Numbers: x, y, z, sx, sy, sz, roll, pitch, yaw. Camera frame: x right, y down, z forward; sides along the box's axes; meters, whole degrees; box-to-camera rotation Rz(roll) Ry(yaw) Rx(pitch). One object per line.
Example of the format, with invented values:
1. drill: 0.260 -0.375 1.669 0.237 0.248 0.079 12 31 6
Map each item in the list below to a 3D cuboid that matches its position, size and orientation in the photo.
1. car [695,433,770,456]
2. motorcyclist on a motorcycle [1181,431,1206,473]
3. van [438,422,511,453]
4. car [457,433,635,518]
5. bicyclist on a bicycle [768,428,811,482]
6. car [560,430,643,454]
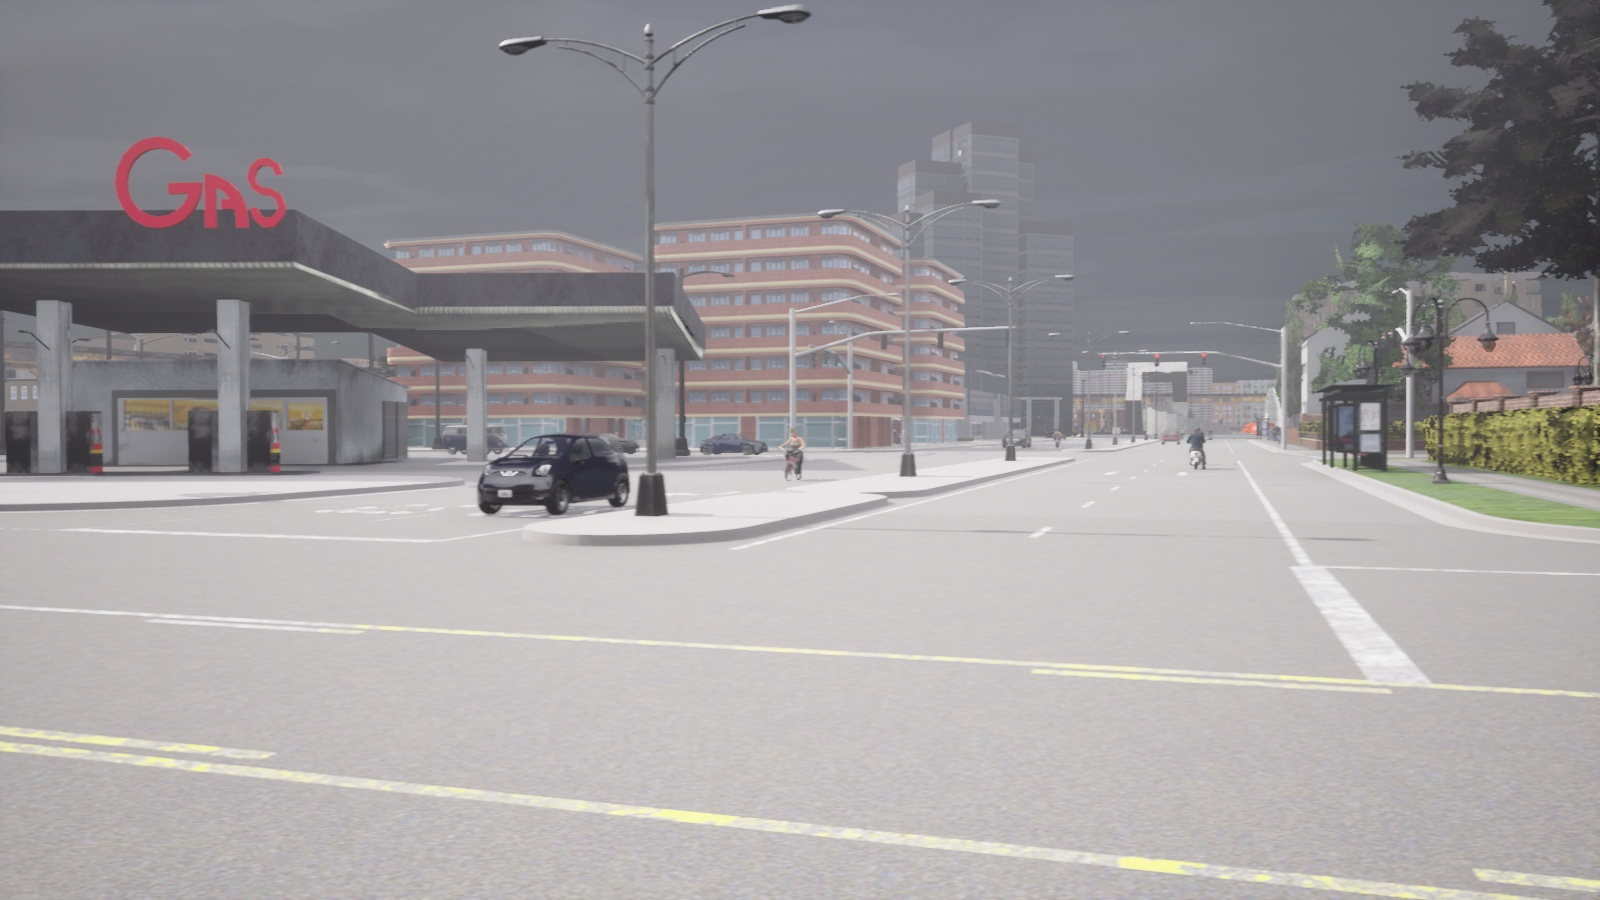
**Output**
1. car: -4.176 -0.374 78.002 4.181 1.385 1.994 0 1 16
2. motorcyclist on a motorcycle: 15.148 0.064 48.294 0.866 1.590 1.817 1 1 18
3. van: -21.623 -0.840 83.521 4.442 1.987 1.775 1 1 17
4. car: -4.863 0.429 24.555 1.845 1.501 3.633 1 1 18
5. bicyclist on a bicycle: -0.301 0.149 38.296 0.866 1.612 1.509 1 1 18
6. car: -12.733 -0.514 80.730 4.792 1.488 2.163 1 1 17
